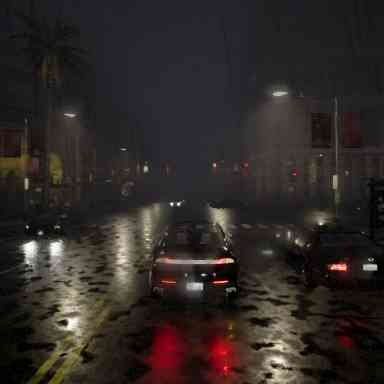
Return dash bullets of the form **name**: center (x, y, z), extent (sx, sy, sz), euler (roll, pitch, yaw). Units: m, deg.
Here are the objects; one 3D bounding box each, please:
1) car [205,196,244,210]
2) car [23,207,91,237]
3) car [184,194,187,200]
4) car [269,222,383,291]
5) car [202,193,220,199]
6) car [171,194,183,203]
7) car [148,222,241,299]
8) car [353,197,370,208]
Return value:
- **car**: center (4.530, 1.526, 43.248), extent (4.674, 1.442, 1.812), euler (0, 0, -18)
- **car**: center (-7.125, 1.547, 18.271), extent (2.033, 1.411, 5.357), euler (0, 0, 0)
- **car**: center (-2.713, 1.355, 91.427), extent (2.097, 1.767, 4.553), euler (0, 0, 10)
- **car**: center (3.563, 1.547, 9.127), extent (2.033, 1.411, 5.357), euler (0, 0, 0)
- **car**: center (3.640, 1.352, 64.552), extent (2.097, 1.767, 4.553), euler (0, 0, -1)
- **car**: center (-3.492, 1.595, 71.623), extent (1.895, 1.301, 4.718), euler (0, 0, 0)
- **car**: center (0.060, 1.492, 8.425), extent (2.128, 1.511, 4.902), euler (0, 0, 0)
- **car**: center (26.043, 1.478, 48.297), extent (5.008, 1.535, 1.882), euler (0, 0, 0)
